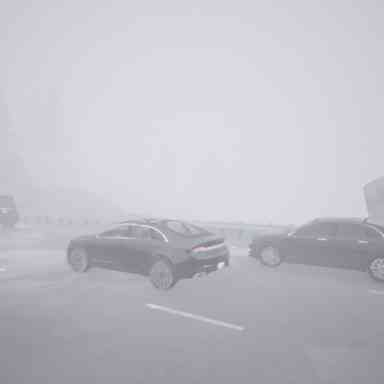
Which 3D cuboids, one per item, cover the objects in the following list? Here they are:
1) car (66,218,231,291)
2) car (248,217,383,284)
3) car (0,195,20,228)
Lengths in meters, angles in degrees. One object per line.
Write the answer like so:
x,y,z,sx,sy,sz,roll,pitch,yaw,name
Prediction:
-1.356,1.467,8.983,4.902,1.511,2.128,0,0,33,car
4.011,1.479,9.582,4.892,1.490,1.837,0,0,35,car
-12.828,1.167,20.002,5.566,2.045,2.150,0,0,29,car
